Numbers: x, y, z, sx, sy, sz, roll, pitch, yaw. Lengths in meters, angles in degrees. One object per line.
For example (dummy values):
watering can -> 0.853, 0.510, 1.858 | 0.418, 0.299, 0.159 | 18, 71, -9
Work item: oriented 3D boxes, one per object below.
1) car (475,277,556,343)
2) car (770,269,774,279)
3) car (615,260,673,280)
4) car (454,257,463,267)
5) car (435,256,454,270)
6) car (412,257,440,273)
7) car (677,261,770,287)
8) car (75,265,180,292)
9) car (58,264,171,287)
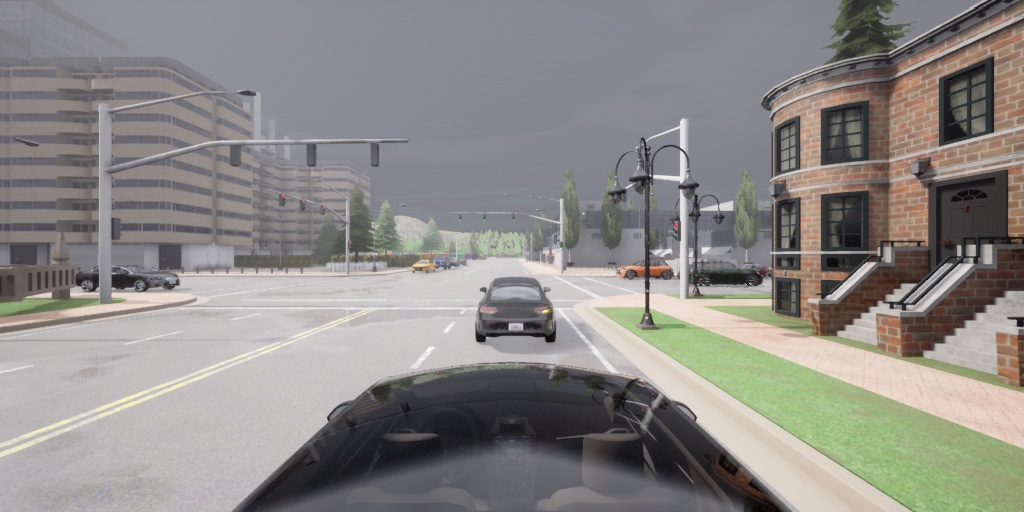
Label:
car -> 0.086, 1.276, 9.599 | 1.812, 1.442, 4.674 | 0, 0, 0
car -> 20.311, 1.351, 31.014 | 4.718, 1.301, 1.895 | 0, 0, -2
car -> 11.319, 1.102, 30.880 | 4.553, 1.767, 2.097 | 0, 0, -1
car -> -10.549, 1.350, 64.043 | 1.895, 1.301, 4.718 | 0, 0, 1
car -> -10.586, 0.971, 53.742 | 2.150, 2.045, 5.566 | 0, 0, 0
car -> -10.647, 1.227, 43.616 | 1.882, 1.535, 5.008 | 0, 0, 2
car -> 13.816, 1.102, 23.651 | 4.553, 1.767, 2.097 | 0, 0, 0
car -> -21.909, 1.241, 20.553 | 4.902, 1.511, 2.128 | 0, 0, 0
car -> -26.529, 1.297, 24.056 | 5.357, 1.411, 2.033 | 0, 0, 0
